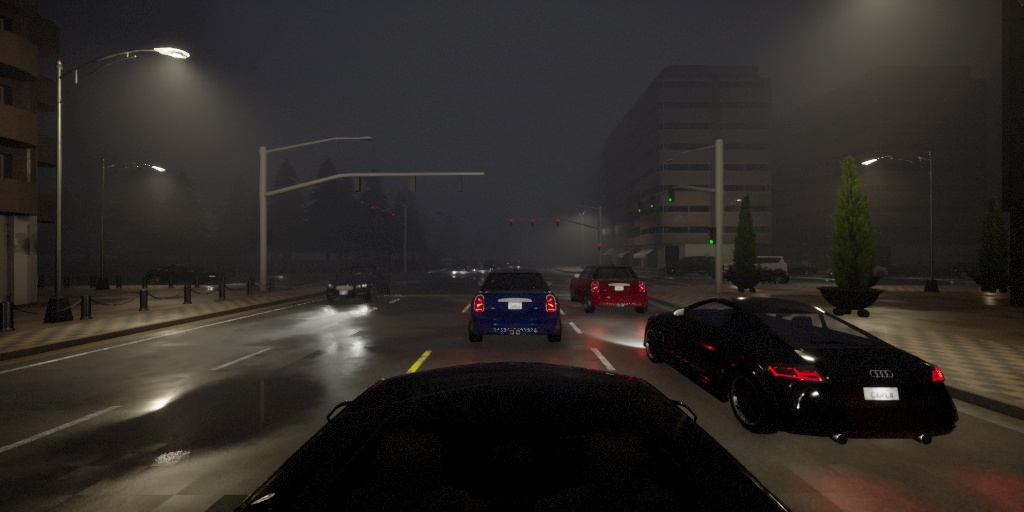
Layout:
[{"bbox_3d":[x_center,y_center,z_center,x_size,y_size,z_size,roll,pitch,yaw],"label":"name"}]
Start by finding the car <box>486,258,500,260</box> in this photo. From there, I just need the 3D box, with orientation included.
[{"bbox_3d":[-3.218,1.255,52.332,1.837,1.490,4.892,0,0,3],"label":"car"}]

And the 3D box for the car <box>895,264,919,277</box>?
[{"bbox_3d":[38.227,1.406,36.588,4.718,1.301,1.895,0,0,0],"label":"car"}]

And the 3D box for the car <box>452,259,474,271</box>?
[{"bbox_3d":[-6.859,1.314,48.668,1.994,1.385,4.181,0,0,2],"label":"car"}]

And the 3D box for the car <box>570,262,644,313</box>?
[{"bbox_3d":[3.606,1.102,14.151,2.097,1.767,4.553,0,0,0],"label":"car"}]

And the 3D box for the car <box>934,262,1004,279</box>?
[{"bbox_3d":[42.130,1.283,33.091,5.008,1.535,1.882,0,0,0],"label":"car"}]

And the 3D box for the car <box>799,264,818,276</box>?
[{"bbox_3d":[28.181,1.406,36.557,4.718,1.301,1.895,0,0,0],"label":"car"}]

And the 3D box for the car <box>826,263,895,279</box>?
[{"bbox_3d":[31.806,1.331,33.068,4.674,1.442,1.812,0,0,0],"label":"car"}]

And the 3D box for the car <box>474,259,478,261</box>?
[{"bbox_3d":[-6.246,1.255,57.557,1.837,1.490,4.892,0,0,7],"label":"car"}]

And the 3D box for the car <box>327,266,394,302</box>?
[{"bbox_3d":[-7.059,1.241,17.152,2.128,1.511,4.902,0,0,-4],"label":"car"}]

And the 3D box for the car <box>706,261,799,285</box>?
[{"bbox_3d":[17.165,1.297,25.815,4.902,1.511,2.128,0,0,0],"label":"car"}]

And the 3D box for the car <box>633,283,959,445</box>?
[{"bbox_3d":[3.607,1.314,5.510,1.994,1.385,4.181,0,0,0],"label":"car"}]

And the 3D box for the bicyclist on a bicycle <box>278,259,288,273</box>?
[{"bbox_3d":[-25.611,1.106,40.135,0.582,1.620,1.656,0,0,0],"label":"bicyclist on a bicycle"}]

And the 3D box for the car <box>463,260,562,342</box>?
[{"bbox_3d":[0.083,1.102,9.923,2.097,1.767,4.553,0,0,0],"label":"car"}]

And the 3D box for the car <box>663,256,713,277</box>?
[{"bbox_3d":[18.422,1.027,36.521,5.566,2.045,2.150,0,0,0],"label":"car"}]

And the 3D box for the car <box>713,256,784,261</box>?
[{"bbox_3d":[22.169,1.027,33.036,5.566,2.045,2.150,0,0,0],"label":"car"}]

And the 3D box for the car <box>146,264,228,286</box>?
[{"bbox_3d":[-23.165,1.309,25.662,4.892,1.490,1.837,0,0,0],"label":"car"}]
